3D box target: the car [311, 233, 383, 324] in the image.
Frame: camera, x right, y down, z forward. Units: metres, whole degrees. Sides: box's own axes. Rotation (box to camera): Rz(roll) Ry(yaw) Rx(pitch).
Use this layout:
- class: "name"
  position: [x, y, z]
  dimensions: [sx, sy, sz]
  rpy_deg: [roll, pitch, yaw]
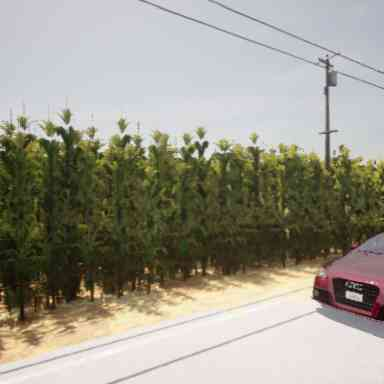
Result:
- class: "car"
  position: [4.306, 1.534, 6.635]
  dimensions: [4.181, 1.385, 1.994]
  rpy_deg: [0, 0, -35]
